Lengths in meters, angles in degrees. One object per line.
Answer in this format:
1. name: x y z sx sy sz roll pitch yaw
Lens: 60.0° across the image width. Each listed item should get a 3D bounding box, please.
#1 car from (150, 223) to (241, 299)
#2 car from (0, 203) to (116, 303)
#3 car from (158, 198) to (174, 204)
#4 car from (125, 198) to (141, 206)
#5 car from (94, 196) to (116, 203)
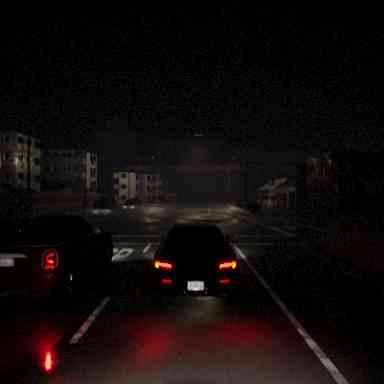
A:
1. car: 0.075 1.492 8.203 1.812 1.442 4.674 0 0 0
2. car: -3.431 1.319 8.276 2.097 1.767 4.553 0 0 0
3. car: -6.336 2.127 80.649 1.837 1.490 4.892 0 -1 32
4. car: -11.909 2.002 67.023 1.882 1.535 5.008 0 0 11
5. car: -13.216 1.559 50.689 2.150 2.045 5.566 0 -1 3
